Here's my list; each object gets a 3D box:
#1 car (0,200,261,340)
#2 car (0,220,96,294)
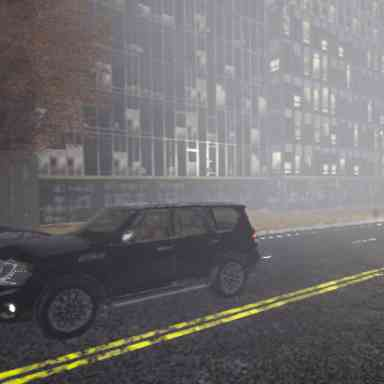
[{"bbox_3d":[-1.018,1.219,6.921,5.566,2.045,2.150,0,0,-35],"label":"car"},{"bbox_3d":[-4.765,1.563,8.250,4.181,1.385,1.994,0,0,-35],"label":"car"}]
